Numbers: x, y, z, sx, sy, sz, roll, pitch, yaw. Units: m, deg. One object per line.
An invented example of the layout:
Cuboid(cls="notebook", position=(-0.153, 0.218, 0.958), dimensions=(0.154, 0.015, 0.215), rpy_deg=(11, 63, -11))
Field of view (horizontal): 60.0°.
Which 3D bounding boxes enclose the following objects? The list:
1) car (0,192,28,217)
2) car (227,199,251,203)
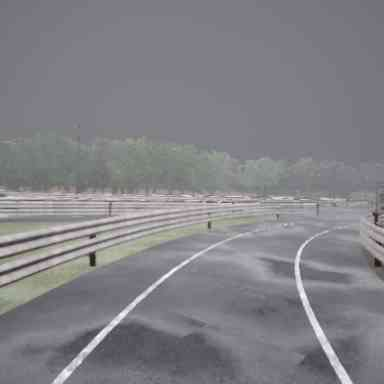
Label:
Cuboid(cls="car", position=(-15.141, 0.700, 24.456), dimensions=(5.566, 2.045, 2.150), rpy_deg=(2, 1, -30))
Cuboid(cls="car", position=(5.447, 1.522, 36.228), dimensions=(5.008, 1.535, 1.882), rpy_deg=(2, 1, -29))
